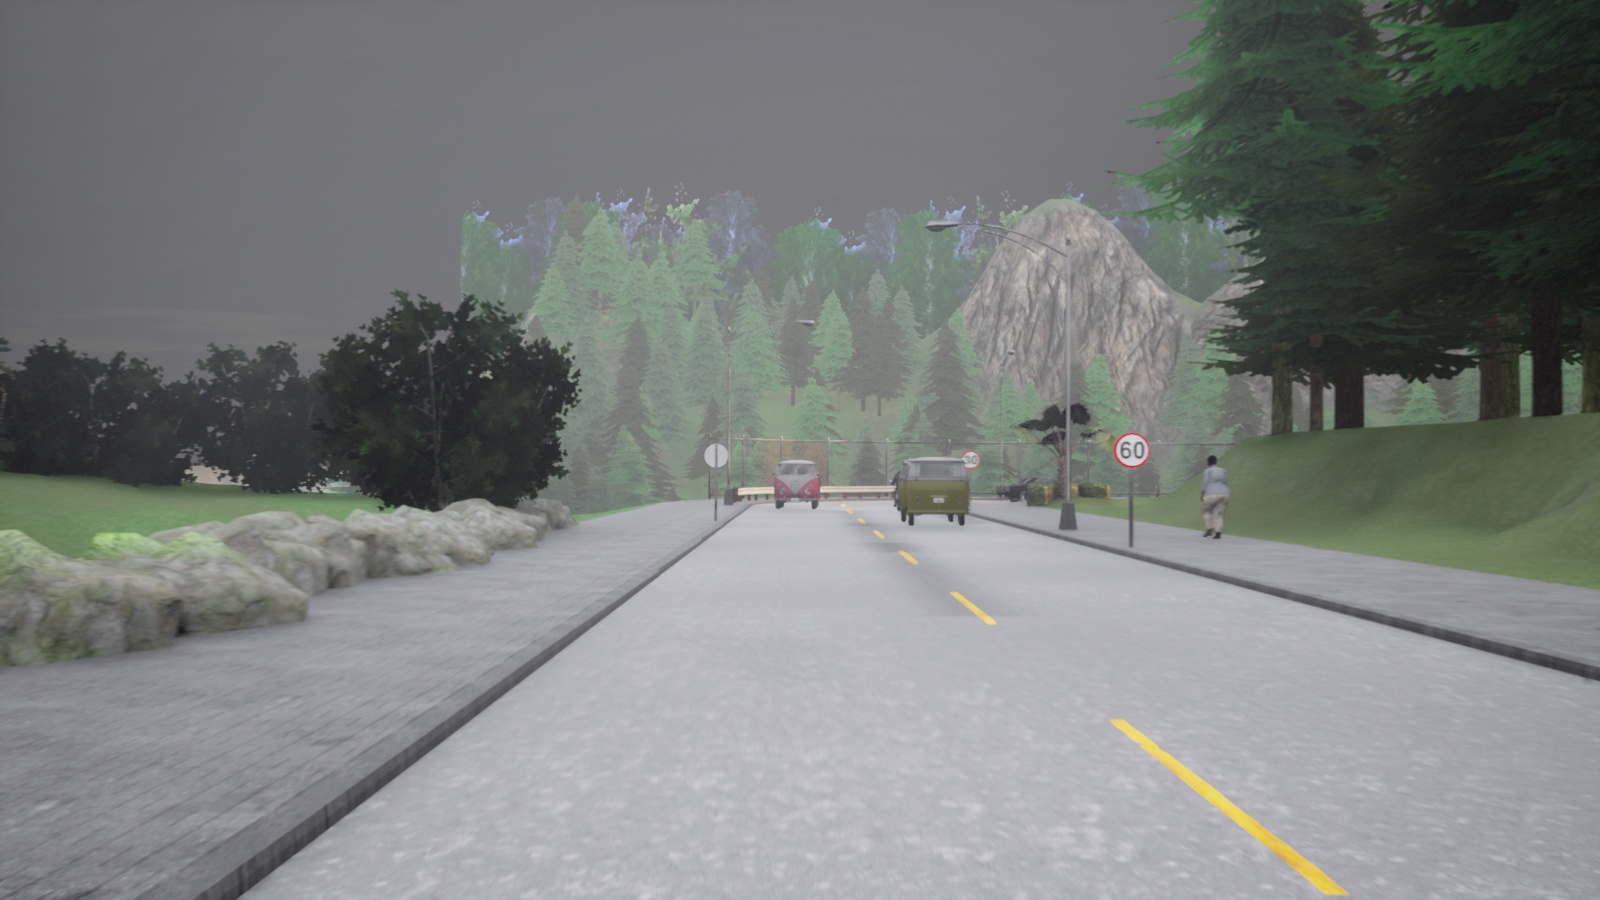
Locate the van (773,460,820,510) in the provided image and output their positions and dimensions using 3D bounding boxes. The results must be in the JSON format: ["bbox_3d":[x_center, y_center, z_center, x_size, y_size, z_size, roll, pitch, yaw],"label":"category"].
[{"bbox_3d":[-0.095,1.415,51.969,1.775,1.987,4.442,0,-1,2],"label":"van"}]

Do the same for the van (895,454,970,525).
[{"bbox_3d":[3.912,1.165,37.707,1.775,1.987,4.442,0,-1,0],"label":"van"}]

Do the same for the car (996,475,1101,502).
[{"bbox_3d":[12.222,1.877,61.947,4.718,1.301,1.895,0,-1,-8],"label":"car"}]

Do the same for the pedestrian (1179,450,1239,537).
[{"bbox_3d":[8.944,0.937,27.476,0.874,1.855,0.900,0,-1,-16],"label":"pedestrian"}]
